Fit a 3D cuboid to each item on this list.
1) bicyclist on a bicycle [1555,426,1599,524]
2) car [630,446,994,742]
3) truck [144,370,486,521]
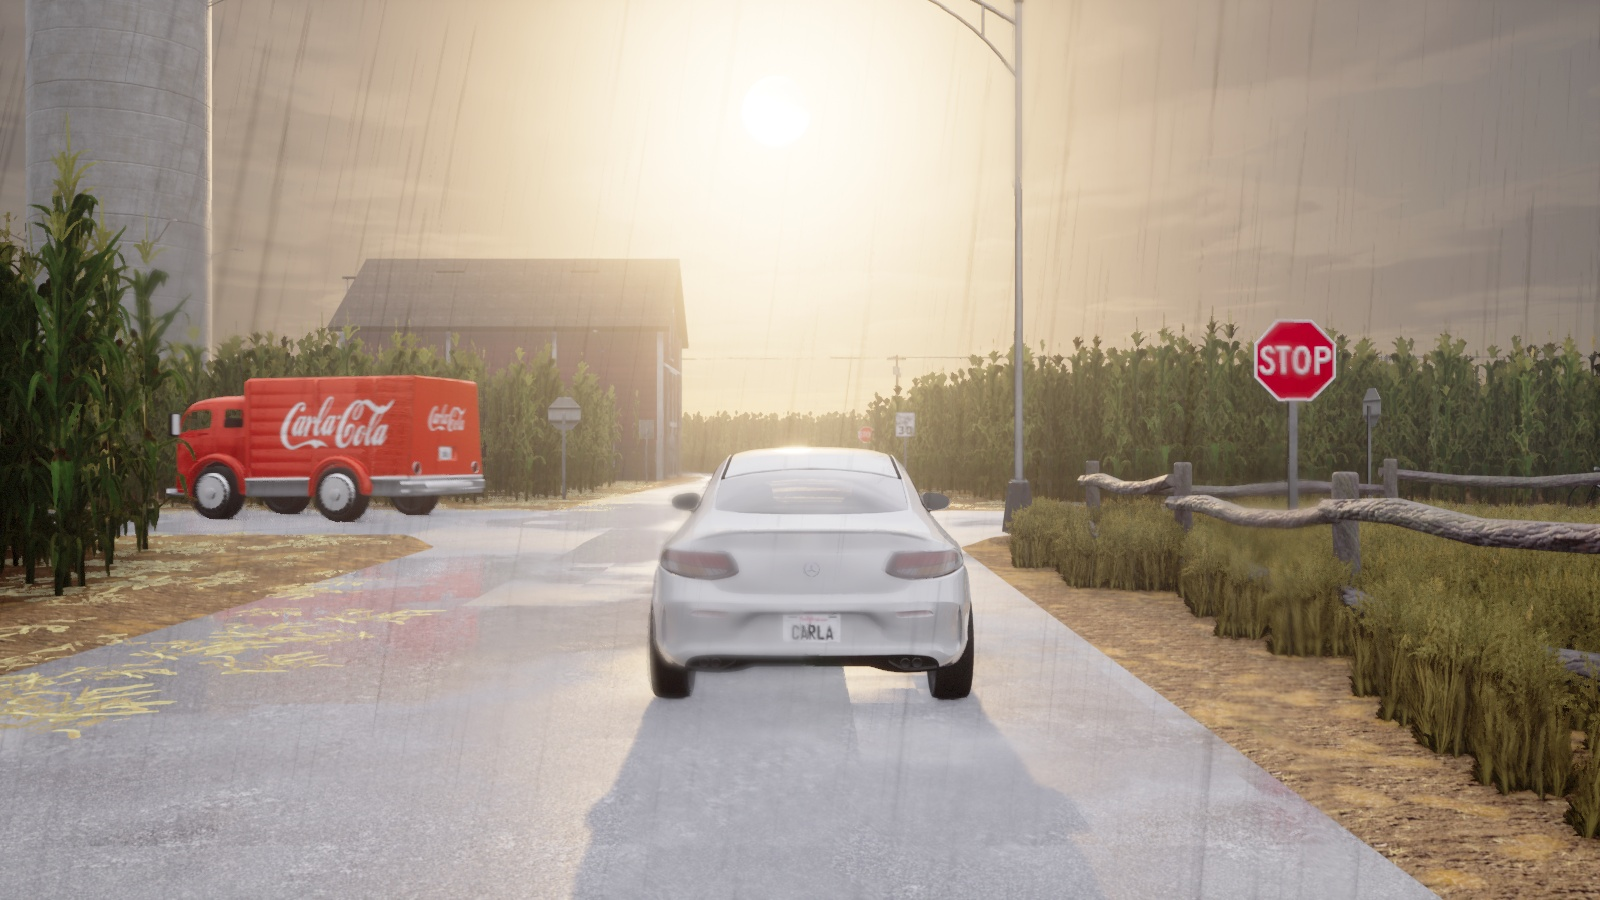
[{"bbox_3d":[14.948,0.461,22.978,1.843,1.776,0.659,1,0,1],"label":"bicyclist on a bicycle"},{"bbox_3d":[0.073,0.708,8.584,1.812,1.442,4.674,0,1,0],"label":"car"},{"bbox_3d":[-8.628,-0.039,22.520,5.204,2.467,2.627,-1,0,16],"label":"truck"}]
